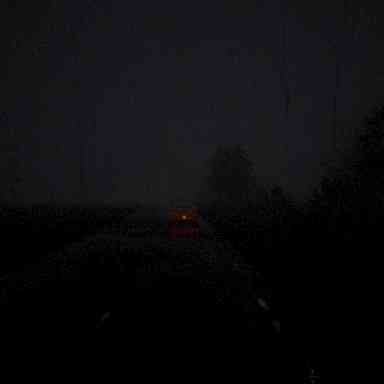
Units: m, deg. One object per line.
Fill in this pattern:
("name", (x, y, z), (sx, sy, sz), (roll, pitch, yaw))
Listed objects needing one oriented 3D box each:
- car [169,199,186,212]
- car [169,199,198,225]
("car", (-1.841, 1.608, 41.235), (1.812, 1.442, 4.674), (0, 0, -5))
("car", (-0.645, 1.525, 24.424), (1.882, 1.535, 5.008), (0, 0, -3))
